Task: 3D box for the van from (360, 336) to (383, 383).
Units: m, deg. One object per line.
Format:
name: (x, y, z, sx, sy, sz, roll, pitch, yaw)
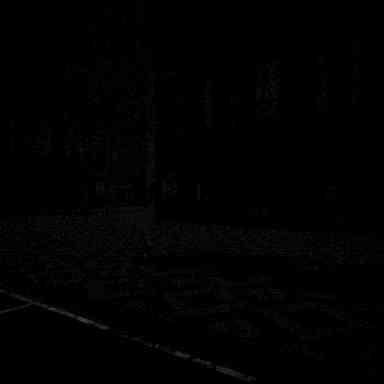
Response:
van: (2.695, 1.341, 1.061, 3.998, 1.788, 1.690, 0, 0, 35)
